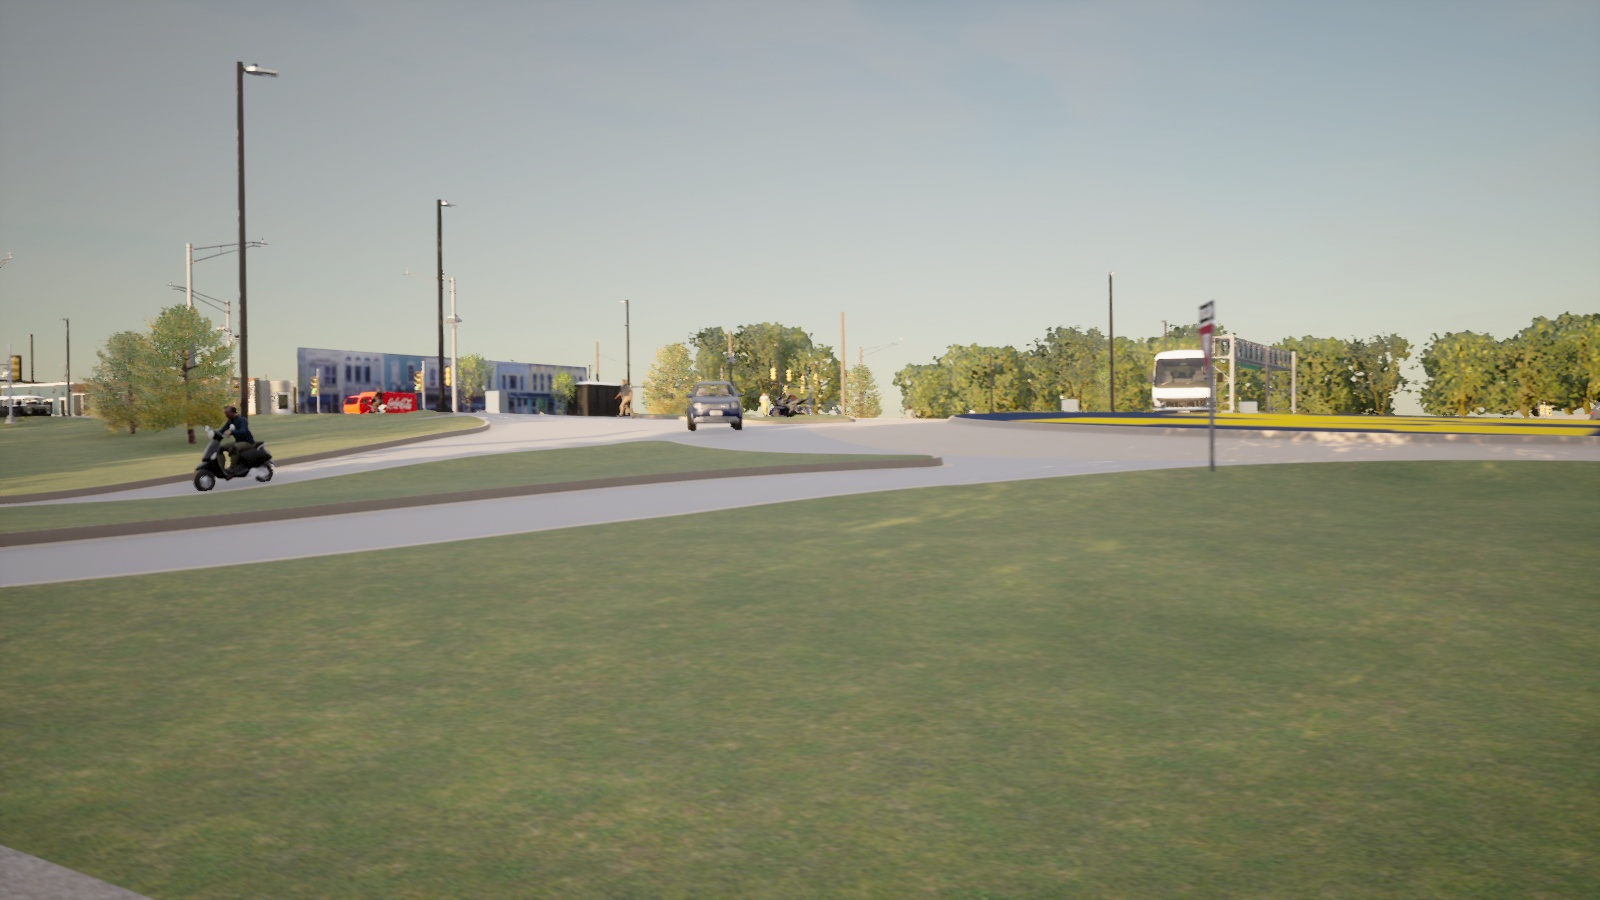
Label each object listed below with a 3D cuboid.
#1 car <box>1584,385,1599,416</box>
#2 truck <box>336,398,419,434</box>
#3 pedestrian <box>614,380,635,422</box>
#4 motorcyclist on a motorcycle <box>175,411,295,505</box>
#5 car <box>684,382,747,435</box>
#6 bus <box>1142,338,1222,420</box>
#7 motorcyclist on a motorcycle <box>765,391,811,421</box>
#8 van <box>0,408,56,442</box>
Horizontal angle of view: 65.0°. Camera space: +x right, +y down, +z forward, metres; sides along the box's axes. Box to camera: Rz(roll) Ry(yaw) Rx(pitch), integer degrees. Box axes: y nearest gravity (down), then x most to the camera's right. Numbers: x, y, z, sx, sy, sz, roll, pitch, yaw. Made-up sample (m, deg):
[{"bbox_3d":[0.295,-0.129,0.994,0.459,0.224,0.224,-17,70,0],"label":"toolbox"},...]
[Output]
[{"bbox_3d":[44.939,-2.672,67.157,2.242,1.667,4.611,-1,2,-27],"label":"car"},{"bbox_3d":[-30.974,-2.448,92.250,2.627,2.467,5.204,-2,0,32],"label":"truck"},{"bbox_3d":[-7.701,-2.153,55.121,0.694,1.848,0.540,-2,0,-30],"label":"pedestrian"},{"bbox_3d":[-10.982,0.134,24.462,0.866,1.590,1.817,-2,6,29],"label":"motorcyclist on a motorcycle"},{"bbox_3d":[-2.751,-1.364,40.222,1.789,1.549,3.705,-2,3,-7],"label":"car"},{"bbox_3d":[22.201,-3.935,72.493,3.944,4.253,10.273,-1,1,19],"label":"bus"},{"bbox_3d":[-0.622,-2.266,65.432,2.191,1.530,0.866,0,1,23],"label":"motorcyclist on a motorcycle"},{"bbox_3d":[-51.286,-1.638,82.735,4.480,2.038,2.069,-2,0,32],"label":"van"}]
